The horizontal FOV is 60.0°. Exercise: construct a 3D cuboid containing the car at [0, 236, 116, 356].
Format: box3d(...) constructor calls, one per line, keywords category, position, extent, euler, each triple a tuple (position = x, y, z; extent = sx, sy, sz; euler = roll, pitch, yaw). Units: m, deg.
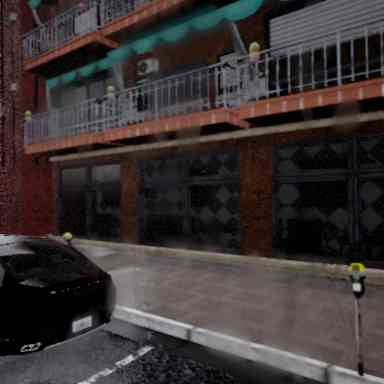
box3d(category="car", position=(-3.450, 1.547, 5.884), extent=(4.892, 1.490, 1.837), euler=(0, 0, 35))
